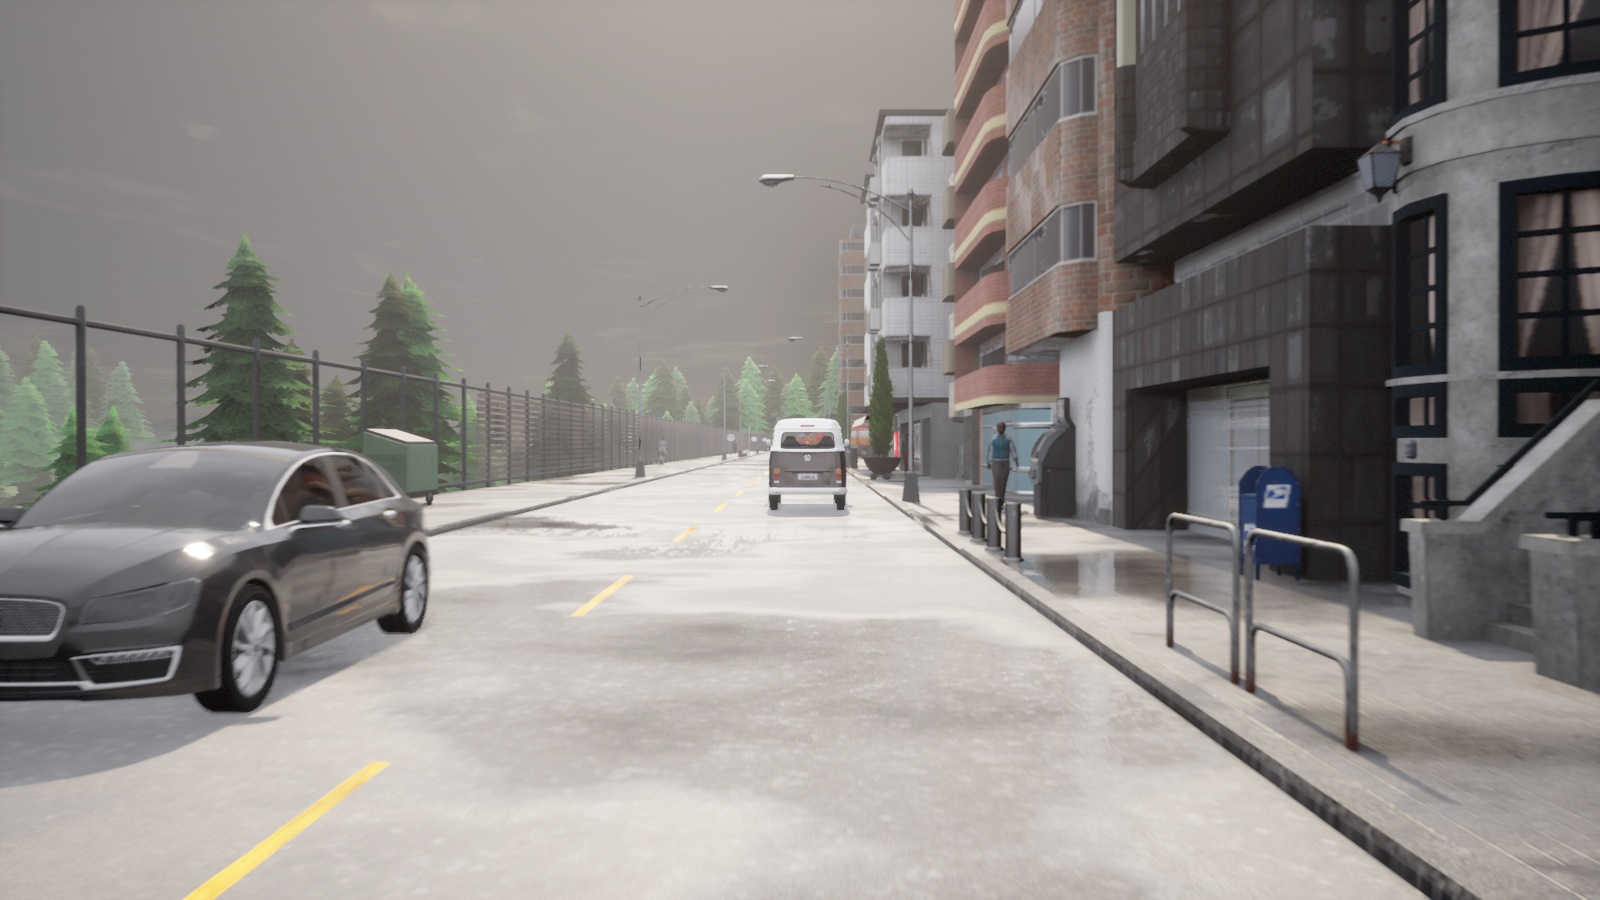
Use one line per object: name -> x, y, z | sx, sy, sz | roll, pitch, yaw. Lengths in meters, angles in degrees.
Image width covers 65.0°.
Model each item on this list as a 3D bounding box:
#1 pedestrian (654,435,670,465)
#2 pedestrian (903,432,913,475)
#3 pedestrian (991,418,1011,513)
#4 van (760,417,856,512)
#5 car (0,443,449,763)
pedestrian -> -8.672, 0.004, 79.072 | 0.874, 1.855, 0.900 | 0, 0, 3
pedestrian -> 4.605, 0.158, 53.637 | 0.353, 1.847, 0.614 | 0, 0, 0
pedestrian -> 4.113, 0.313, 25.721 | 0.396, 1.930, 0.692 | 0, 0, 8
van -> 0.178, 0.305, 29.311 | 2.069, 2.038, 4.480 | 0, 0, 0
car -> -3.937, 0.701, 8.315 | 1.837, 1.490, 4.892 | 0, 0, 0
